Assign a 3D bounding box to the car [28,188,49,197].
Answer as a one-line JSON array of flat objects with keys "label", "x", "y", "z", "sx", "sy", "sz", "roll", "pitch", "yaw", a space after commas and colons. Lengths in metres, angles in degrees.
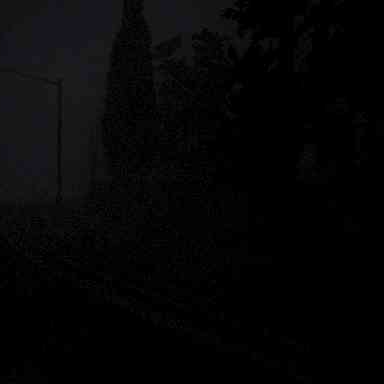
[{"label": "car", "x": -26.543, "y": 0.116, "z": 57.597, "sx": 1.837, "sy": 1.490, "sz": 4.892, "roll": -1, "pitch": -1, "yaw": 1}]
